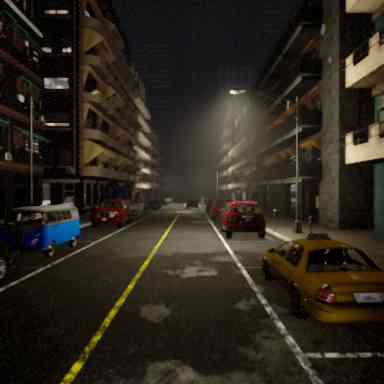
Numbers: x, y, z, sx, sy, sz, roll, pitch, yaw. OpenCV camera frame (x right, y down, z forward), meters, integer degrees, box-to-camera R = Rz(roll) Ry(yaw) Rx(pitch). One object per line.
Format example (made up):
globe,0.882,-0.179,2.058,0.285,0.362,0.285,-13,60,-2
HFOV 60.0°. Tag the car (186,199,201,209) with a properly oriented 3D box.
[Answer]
car,0.041,1.832,52.182,1.882,1.535,5.008,0,0,0

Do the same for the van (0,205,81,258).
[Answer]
van,-5.660,1.429,12.804,1.690,1.788,3.998,-1,0,0

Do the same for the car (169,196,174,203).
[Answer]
car,-5.642,2.058,74.423,2.008,1.369,4.403,-1,0,0

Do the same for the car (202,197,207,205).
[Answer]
car,2.709,1.592,40.779,2.192,1.841,5.009,-1,0,0

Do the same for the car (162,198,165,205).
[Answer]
car,-5.659,1.936,52.015,1.802,1.307,4.206,-1,0,0

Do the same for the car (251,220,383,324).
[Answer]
car,2.686,1.576,7.336,1.752,1.417,4.829,-1,0,0

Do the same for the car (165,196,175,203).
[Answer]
car,-5.637,1.900,85.629,2.192,1.841,5.009,-1,0,0

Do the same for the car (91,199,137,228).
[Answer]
car,-5.674,1.478,24.008,2.192,1.841,5.009,-1,0,0

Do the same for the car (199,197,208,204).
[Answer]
car,2.740,1.985,79.991,1.967,1.590,4.097,-1,0,0

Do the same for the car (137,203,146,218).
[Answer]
car,-5.684,1.752,29.608,2.008,1.369,4.403,-1,0,0

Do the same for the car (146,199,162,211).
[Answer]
car,-5.664,1.898,46.414,1.802,1.307,4.206,-1,0,0

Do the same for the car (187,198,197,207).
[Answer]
car,0.049,1.952,62.607,1.812,1.442,4.674,0,0,0

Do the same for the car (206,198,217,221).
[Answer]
car,2.700,1.516,29.575,2.192,1.841,5.009,-1,0,0

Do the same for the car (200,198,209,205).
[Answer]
car,2.738,2.072,74.388,1.947,1.339,4.313,-1,0,0

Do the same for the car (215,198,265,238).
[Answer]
car,2.691,1.440,18.371,2.192,1.841,5.009,-1,0,0

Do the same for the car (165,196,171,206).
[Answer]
car,-5.651,1.981,63.220,2.008,1.369,4.403,-1,0,0

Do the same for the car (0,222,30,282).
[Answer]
car,-5.661,1.601,7.200,2.008,1.369,4.403,-1,0,0
